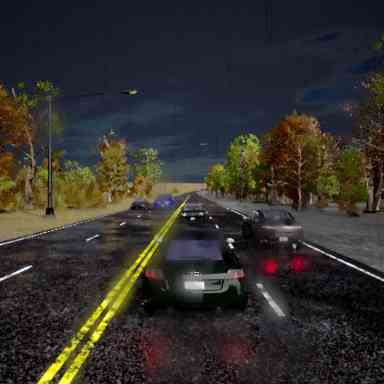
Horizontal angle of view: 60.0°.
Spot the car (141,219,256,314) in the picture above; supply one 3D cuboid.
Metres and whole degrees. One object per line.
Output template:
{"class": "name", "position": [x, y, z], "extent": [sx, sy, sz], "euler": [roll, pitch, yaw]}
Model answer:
{"class": "car", "position": [0.057, 1.563, 7.686], "extent": [1.994, 1.385, 4.181], "euler": [0, 0, 0]}

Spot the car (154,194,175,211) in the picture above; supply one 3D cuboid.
{"class": "car", "position": [-3.305, 1.217, 40.535], "extent": [2.150, 2.045, 5.566], "euler": [0, 0, 1]}

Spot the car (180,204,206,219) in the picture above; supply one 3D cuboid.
{"class": "car", "position": [0.058, 1.572, 25.981], "extent": [1.895, 1.301, 4.718], "euler": [-2, 1, 0]}

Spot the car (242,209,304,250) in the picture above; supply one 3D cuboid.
{"class": "car", "position": [3.324, 1.489, 14.362], "extent": [2.128, 1.511, 4.902], "euler": [0, 0, 1]}

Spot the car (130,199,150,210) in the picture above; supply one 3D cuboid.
{"class": "car", "position": [-6.538, 1.541, 42.398], "extent": [2.033, 1.411, 5.357], "euler": [0, 0, 1]}
